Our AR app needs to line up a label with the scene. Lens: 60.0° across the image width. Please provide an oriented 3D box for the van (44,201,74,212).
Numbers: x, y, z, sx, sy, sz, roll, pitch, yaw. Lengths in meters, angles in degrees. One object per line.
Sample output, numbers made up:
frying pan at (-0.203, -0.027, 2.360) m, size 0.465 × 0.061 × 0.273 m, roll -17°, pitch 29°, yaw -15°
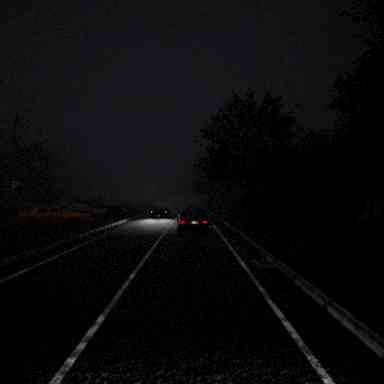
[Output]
van at (-23.285, 2.518, 58.288) m, size 4.442 × 1.987 × 1.878 m, roll 0°, pitch -2°, yaw 0°

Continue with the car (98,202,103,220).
car at (-10.342, 1.795, 27.598) m, size 4.892 × 1.521 × 2.231 m, roll 0°, pitch -1°, yaw 0°

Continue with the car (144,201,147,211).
car at (-10.326, 2.691, 55.338) m, size 4.674 × 1.452 × 2.002 m, roll 0°, pitch -2°, yaw 0°

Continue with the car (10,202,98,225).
car at (-10.152, 1.726, 24.830) m, size 5.366 × 1.575 × 1.946 m, roll 0°, pitch -1°, yaw 0°

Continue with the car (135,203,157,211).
car at (-10.284, 3.336, 74.741) m, size 4.553 × 1.767 × 2.185 m, roll 0°, pitch -3°, yaw 0°

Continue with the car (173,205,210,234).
car at (0.098, 1.736, 20.452) m, size 2.033 × 1.411 × 5.357 m, roll 0°, pitch -1°, yaw 0°

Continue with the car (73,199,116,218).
car at (-10.365, 1.822, 33.149) m, size 4.553 × 1.767 × 2.185 m, roll 0°, pitch -2°, yaw 0°

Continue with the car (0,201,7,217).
car at (-23.406, 2.040, 36.131) m, size 4.892 × 1.521 × 2.231 m, roll 0°, pitch -2°, yaw 0°

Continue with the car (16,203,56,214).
car at (-23.400, 2.481, 49.976) m, size 4.892 × 1.521 × 2.231 m, roll 0°, pitch -2°, yaw 0°

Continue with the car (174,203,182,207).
car at (-3.274, 3.240, 77.113) m, size 1.882 × 1.535 × 5.008 m, roll 0°, pitch -3°, yaw 0°

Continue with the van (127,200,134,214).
van at (-10.445, 2.072, 44.247) m, size 4.442 × 1.987 × 1.878 m, roll 0°, pitch -2°, yaw 0°

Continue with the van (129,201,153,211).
van at (-10.202, 2.837, 66.427) m, size 4.442 × 1.987 × 1.878 m, roll 0°, pitch -3°, yaw 0°

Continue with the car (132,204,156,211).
car at (-10.311, 3.328, 71.962) m, size 5.008 × 1.535 × 2.097 m, roll 0°, pitch -3°, yaw 0°

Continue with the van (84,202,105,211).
van at (-23.509, 3.501, 80.287) m, size 4.442 × 1.987 × 1.878 m, roll 0°, pitch -3°, yaw 0°

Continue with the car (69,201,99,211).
car at (-23.368, 3.078, 71.987) m, size 5.566 × 2.045 × 2.435 m, roll 0°, pitch -3°, yaw 0°

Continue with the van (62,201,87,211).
van at (-23.515, 2.844, 66.577) m, size 4.442 × 1.987 × 1.878 m, roll 0°, pitch -3°, yaw 0°

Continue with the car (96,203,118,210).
car at (-23.359, 4.012, 91.482) m, size 5.566 × 2.045 × 2.435 m, roll 0°, pitch -3°, yaw 0°

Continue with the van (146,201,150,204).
van at (-10.206, 2.513, 58.121) m, size 4.442 × 1.987 × 1.878 m, roll 0°, pitch -2°, yaw 0°

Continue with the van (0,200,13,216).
van at (-23.528, 1.902, 38.907) m, size 4.442 × 1.987 × 1.878 m, roll 0°, pitch -2°, yaw 0°

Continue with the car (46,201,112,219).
car at (-10.341, 1.866, 30.369) m, size 5.008 × 1.535 × 2.097 m, roll 0°, pitch -2°, yaw 0°

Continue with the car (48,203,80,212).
car at (-23.406, 2.832, 61.050) m, size 5.008 × 1.535 × 2.097 m, roll 0°, pitch -2°, yaw 0°

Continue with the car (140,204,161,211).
car at (-10.305, 3.861, 83.054) m, size 4.892 × 1.521 × 2.231 m, roll 0°, pitch -3°, yaw 0°

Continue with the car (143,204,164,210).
car at (-10.123, 4.123, 88.600) m, size 5.366 × 1.575 × 1.946 m, roll 0°, pitch -3°, yaw 0°

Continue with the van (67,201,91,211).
van at (-23.514, 2.970, 69.219) m, size 4.442 × 1.987 × 1.878 m, roll 0°, pitch -3°, yaw 0°

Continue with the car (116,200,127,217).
car at (-10.304, 1.781, 35.923) m, size 5.566 × 2.045 × 2.435 m, roll 0°, pitch -2°, yaw 0°

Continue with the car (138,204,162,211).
car at (-10.127, 3.724, 80.281) m, size 5.366 × 1.575 × 1.946 m, roll 0°, pitch -3°, yaw 0°

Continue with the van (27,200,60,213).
van at (-23.522, 2.342, 52.752) m, size 4.442 × 1.987 × 1.878 m, roll 0°, pitch -2°, yaw 0°

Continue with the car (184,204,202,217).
car at (0.097, 2.217, 39.789) m, size 2.033 × 1.411 × 5.357 m, roll 0°, pitch -2°, yaw 0°

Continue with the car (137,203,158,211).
car at (-10.282, 3.469, 77.514) m, size 4.553 × 1.767 × 2.185 m, roll 0°, pitch -3°, yaw 0°

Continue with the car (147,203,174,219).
car at (-3.349, 2.151, 35.769) m, size 1.895 × 1.301 × 4.718 m, roll 0°, pitch -2°, yaw 0°

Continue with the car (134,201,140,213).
car at (-10.333, 2.386, 47.015) m, size 5.008 × 1.535 × 2.097 m, roll 0°, pitch -2°, yaw 0°

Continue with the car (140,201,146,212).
car at (-10.295, 2.592, 52.562) m, size 4.792 × 1.488 × 2.163 m, roll 0°, pitch -2°, yaw 0°

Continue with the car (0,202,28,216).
car at (-23.378, 2.090, 41.672) m, size 4.553 × 1.767 × 2.185 m, roll 0°, pitch -2°, yaw 0°

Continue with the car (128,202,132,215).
car at (-10.332, 2.249, 41.463) m, size 4.674 × 1.452 × 2.002 m, roll 0°, pitch -2°, yaw 0°

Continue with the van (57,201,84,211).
van at (-23.283, 2.705, 63.677) m, size 4.442 × 1.987 × 1.878 m, roll 0°, pitch -2°, yaw 0°
